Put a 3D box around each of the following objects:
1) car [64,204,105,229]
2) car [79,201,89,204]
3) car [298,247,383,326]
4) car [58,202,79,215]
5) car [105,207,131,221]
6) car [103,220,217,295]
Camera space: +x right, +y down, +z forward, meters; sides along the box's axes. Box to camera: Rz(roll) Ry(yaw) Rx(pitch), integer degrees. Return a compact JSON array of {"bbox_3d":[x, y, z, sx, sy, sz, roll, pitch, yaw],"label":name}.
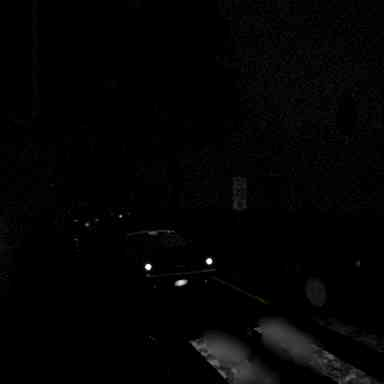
[{"bbox_3d":[-8.242,1.896,25.115,2.033,1.411,5.357,0,-1,-24],"label":"car"},{"bbox_3d":[-17.083,2.203,51.991,2.097,1.767,4.553,0,-1,-23],"label":"car"},{"bbox_3d":[3.880,1.515,5.319,1.882,1.535,5.008,0,-1,-24],"label":"car"},{"bbox_3d":[-16.060,2.275,42.768,1.994,1.385,4.181,0,-1,-24],"label":"car"},{"bbox_3d":[-6.570,1.961,28.592,1.994,1.385,4.181,0,-1,-24],"label":"car"},{"bbox_3d":[-1.134,1.692,9.269,1.895,1.301,4.718,0,-1,-24],"label":"car"}]
